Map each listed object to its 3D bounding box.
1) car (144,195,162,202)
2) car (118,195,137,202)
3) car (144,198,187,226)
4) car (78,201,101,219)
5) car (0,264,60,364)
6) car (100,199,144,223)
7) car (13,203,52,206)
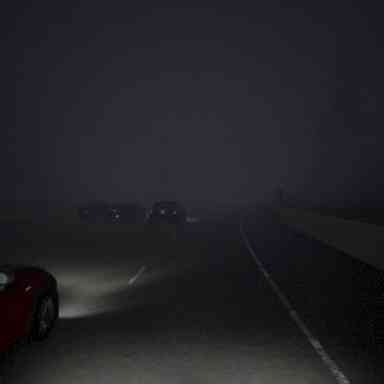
[{"bbox_3d":[-9.002,1.570,77.435,2.128,1.511,4.902,0,0,21],"label":"car"},{"bbox_3d":[-15.430,1.561,80.206,2.033,1.411,5.357,0,0,21],"label":"car"},{"bbox_3d":[-1.640,1.372,23.839,2.097,1.767,4.553,0,0,8],"label":"car"},{"bbox_3d":[-8.001,1.486,28.859,1.882,1.535,5.008,0,0,9],"label":"car"},{"bbox_3d":[-3.278,1.346,3.673,2.097,1.767,4.553,0,0,2],"label":"car"},{"bbox_3d":[-4.910,1.506,25.833,2.128,1.511,4.902,0,0,8],"label":"car"},{"bbox_3d":[-17.401,1.467,37.024,1.882,1.535,5.008,0,0,11],"label":"car"}]
